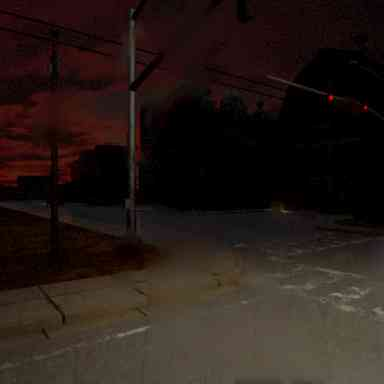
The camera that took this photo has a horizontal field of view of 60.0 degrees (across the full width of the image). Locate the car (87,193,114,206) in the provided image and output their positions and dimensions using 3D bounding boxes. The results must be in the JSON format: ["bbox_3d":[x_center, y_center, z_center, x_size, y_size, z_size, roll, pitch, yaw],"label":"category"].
[{"bbox_3d":[-13.817,1.118,50.584,3.866,1.878,1.905,-2,5,11],"label":"car"}]

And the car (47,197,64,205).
[{"bbox_3d":[-23.348,1.537,56.654,1.994,1.385,4.181,0,0,-36],"label":"car"}]
